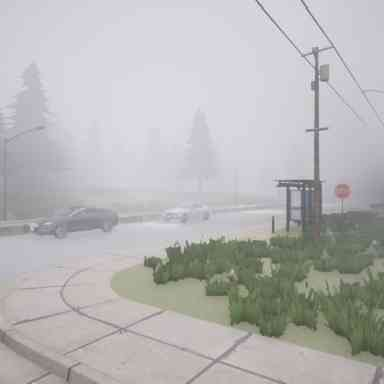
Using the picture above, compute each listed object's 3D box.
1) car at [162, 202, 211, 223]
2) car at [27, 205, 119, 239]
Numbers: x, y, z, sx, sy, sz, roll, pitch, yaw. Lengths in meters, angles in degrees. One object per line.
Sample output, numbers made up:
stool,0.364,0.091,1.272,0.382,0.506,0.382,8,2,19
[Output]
car,-0.305,1.526,25.833,1.812,1.442,4.674,0,0,36
car,-6.150,1.492,17.760,2.128,1.511,4.902,0,0,36
